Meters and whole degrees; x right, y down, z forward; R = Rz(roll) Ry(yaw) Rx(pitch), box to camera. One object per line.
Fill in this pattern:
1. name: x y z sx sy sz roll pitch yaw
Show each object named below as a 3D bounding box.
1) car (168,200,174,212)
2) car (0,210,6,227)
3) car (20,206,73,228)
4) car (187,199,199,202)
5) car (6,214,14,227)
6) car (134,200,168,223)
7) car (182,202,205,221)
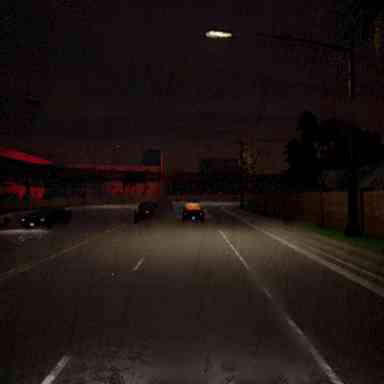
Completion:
1. car: -3.410 1.789 43.069 1.882 1.535 5.008 0 0 1
2. car: -10.584 1.692 14.721 1.812 1.442 4.674 0 0 0
3. car: -10.538 1.771 24.615 2.033 1.411 5.357 0 0 1
4. car: 0.127 1.656 42.221 2.097 1.767 4.553 0 0 0
5. car: -14.055 1.815 22.220 1.895 1.301 4.718 0 0 0
6. car: -3.465 1.588 27.965 2.097 1.767 4.553 0 0 0
7. car: 0.115 1.840 29.164 1.895 1.301 4.718 0 0 0
